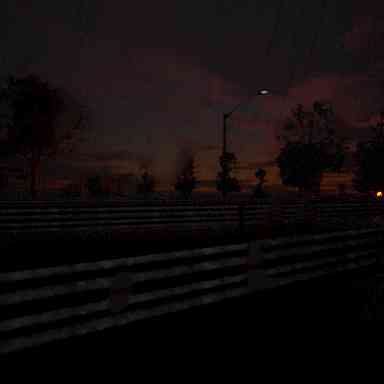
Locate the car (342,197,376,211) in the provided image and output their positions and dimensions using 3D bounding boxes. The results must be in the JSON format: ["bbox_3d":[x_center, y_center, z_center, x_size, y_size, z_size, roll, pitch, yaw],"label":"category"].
[{"bbox_3d":[16.601,1.311,31.068,4.181,1.385,1.994,0,0,-23],"label":"car"}]

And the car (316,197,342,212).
[{"bbox_3d":[14.974,1.253,34.186,4.892,1.490,1.837,0,0,-23],"label":"car"}]

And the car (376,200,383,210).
[{"bbox_3d":[18.234,1.251,27.963,4.892,1.490,1.837,0,0,-23],"label":"car"}]
